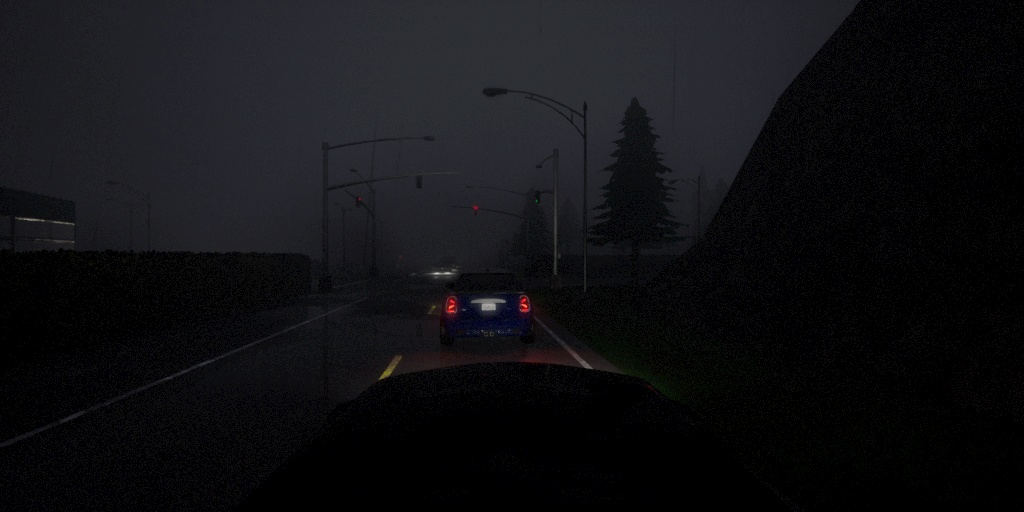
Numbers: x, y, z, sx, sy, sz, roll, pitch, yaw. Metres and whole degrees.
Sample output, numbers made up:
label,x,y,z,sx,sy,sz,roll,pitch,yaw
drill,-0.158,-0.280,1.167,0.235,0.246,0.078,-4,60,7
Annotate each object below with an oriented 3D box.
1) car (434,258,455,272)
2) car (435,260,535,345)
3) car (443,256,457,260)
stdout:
label,x,y,z,sx,sy,sz,roll,pitch,yaw
car,-8.553,1.314,44.818,1.994,1.385,4.181,0,0,-7
car,-0.730,1.102,9.739,2.097,1.767,4.553,0,0,-6
car,-9.801,0.972,55.459,2.150,2.045,5.566,0,0,-7
